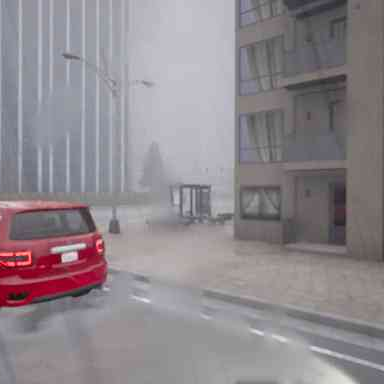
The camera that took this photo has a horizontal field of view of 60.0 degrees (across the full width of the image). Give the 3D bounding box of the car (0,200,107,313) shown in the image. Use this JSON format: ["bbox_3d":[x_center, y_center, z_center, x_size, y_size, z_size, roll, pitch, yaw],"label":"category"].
[{"bbox_3d":[-4.230,1.191,7.288,5.566,2.045,2.150,0,0,37],"label":"car"}]
